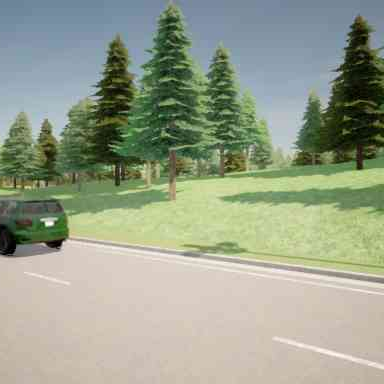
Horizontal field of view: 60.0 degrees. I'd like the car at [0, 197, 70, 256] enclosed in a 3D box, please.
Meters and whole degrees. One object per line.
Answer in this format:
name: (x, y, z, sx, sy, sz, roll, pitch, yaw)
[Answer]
car: (-7.281, 1.222, 13.424, 5.566, 2.045, 2.150, 0, 0, 35)
